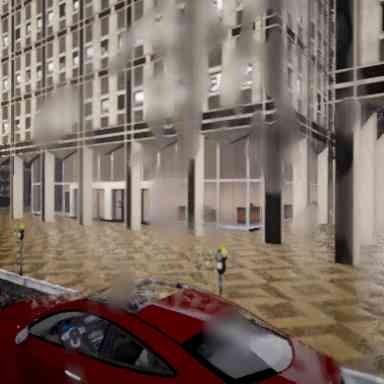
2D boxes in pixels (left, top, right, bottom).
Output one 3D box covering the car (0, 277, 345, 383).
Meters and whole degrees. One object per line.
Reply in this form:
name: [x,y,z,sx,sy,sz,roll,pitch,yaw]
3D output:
car: [-0.671,1.573,3.353,4.206,1.307,1.802,0,0,35]
